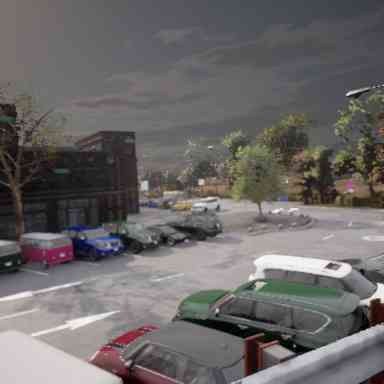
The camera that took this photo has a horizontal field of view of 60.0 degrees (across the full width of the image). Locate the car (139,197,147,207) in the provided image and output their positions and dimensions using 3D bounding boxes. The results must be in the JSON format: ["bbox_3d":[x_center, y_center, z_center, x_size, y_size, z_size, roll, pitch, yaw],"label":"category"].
[{"bbox_3d":[-7.606,1.961,64.169,2.185,1.767,4.553,-2,3,37],"label":"car"}]

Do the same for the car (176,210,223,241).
[{"bbox_3d":[-0.010,2.932,28.570,5.566,2.045,2.435,-2,2,36],"label":"car"}]

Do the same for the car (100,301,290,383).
[{"bbox_3d":[-0.407,3.960,7.720,4.553,1.767,2.185,0,4,36],"label":"car"}]

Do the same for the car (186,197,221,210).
[{"bbox_3d":[2.186,1.955,49.017,2.435,2.045,5.566,-1,4,37],"label":"car"}]

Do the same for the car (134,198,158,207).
[{"bbox_3d":[-9.197,2.104,66.724,2.002,1.452,4.674,-2,3,37],"label":"car"}]

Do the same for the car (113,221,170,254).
[{"bbox_3d":[-4.836,3.327,25.226,5.566,2.045,2.435,-2,2,36],"label":"car"}]

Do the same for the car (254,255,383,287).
[{"bbox_3d":[4.575,3.428,11.129,5.566,2.045,2.435,0,3,36],"label":"car"}]

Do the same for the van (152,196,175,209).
[{"bbox_3d":[-4.400,1.908,59.039,1.878,1.987,4.442,-1,4,37],"label":"van"}]

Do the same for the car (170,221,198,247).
[{"bbox_3d":[-2.378,3.408,26.908,4.792,1.488,2.163,-2,2,36],"label":"car"}]

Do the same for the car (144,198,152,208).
[{"bbox_3d":[-5.939,2.104,61.672,2.097,1.535,5.008,-1,4,37],"label":"car"}]

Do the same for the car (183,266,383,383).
[{"bbox_3d":[2.029,3.632,9.443,5.566,2.045,2.435,0,4,36],"label":"car"}]

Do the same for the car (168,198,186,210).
[{"bbox_3d":[-0.947,2.147,54.249,1.946,1.575,5.366,-2,3,37],"label":"car"}]

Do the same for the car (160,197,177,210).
[{"bbox_3d":[-2.693,2.185,56.623,2.002,1.452,4.674,-2,3,37],"label":"car"}]

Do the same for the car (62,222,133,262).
[{"bbox_3d":[-7.276,3.525,23.564,5.566,2.045,2.435,-2,2,36],"label":"car"}]

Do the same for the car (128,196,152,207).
[{"bbox_3d":[-10.805,1.917,69.266,2.185,1.767,4.553,-1,4,37],"label":"car"}]

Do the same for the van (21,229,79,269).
[{"bbox_3d":[-9.836,3.754,21.977,4.442,1.987,1.878,-2,2,36],"label":"van"}]

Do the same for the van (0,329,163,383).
[{"bbox_3d":[-2.828,4.061,5.977,4.442,1.987,1.878,0,4,36],"label":"van"}]

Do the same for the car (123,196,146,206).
[{"bbox_3d":[-12.427,1.898,71.791,2.185,1.767,4.553,-1,4,37],"label":"car"}]

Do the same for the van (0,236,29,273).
[{"bbox_3d":[-12.276,3.952,20.315,4.442,1.987,1.878,-2,2,36],"label":"van"}]
